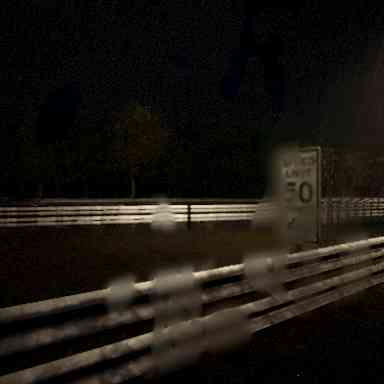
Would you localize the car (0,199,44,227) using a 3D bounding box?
[{"bbox_3d":[-11.510,1.325,19.474,5.357,1.411,2.033,0,0,-22],"label":"car"}]
